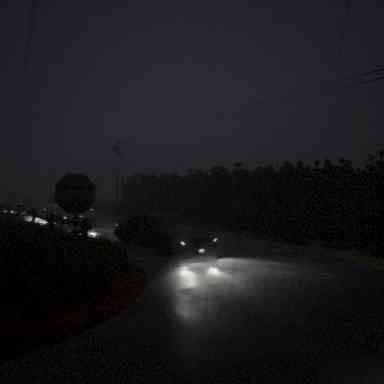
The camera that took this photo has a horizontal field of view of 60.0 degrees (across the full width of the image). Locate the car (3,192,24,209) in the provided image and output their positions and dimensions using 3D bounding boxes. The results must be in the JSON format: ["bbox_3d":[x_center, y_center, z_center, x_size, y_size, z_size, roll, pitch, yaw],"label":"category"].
[{"bbox_3d":[-21.561,1.008,40.572,2.150,2.045,5.566,1,0,-36],"label":"car"}]

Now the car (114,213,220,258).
[{"bbox_3d":[-1.254,1.547,13.170,2.033,1.411,5.357,1,0,-37],"label":"car"}]

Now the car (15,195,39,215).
[{"bbox_3d":[-14.976,1.348,31.617,2.128,1.511,4.902,1,0,-37],"label":"car"}]

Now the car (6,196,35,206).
[{"bbox_3d":[-26.084,1.346,50.616,4.718,1.301,1.895,1,0,34],"label":"car"}]

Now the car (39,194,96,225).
[{"bbox_3d":[-8.537,1.147,22.938,2.150,2.045,5.566,1,0,-36],"label":"car"}]
